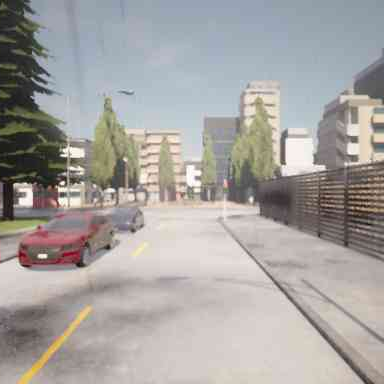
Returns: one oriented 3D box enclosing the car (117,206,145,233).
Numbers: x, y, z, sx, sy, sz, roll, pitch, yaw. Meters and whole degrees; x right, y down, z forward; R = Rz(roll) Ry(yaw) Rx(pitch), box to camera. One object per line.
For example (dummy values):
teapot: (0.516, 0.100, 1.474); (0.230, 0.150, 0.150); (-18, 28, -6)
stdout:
car: (-3.998, 1.557, 20.038); (2.033, 1.411, 5.357); (0, 0, 0)

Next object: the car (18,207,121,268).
car: (-4.068, 1.483, 11.572); (1.882, 1.535, 5.008); (0, 0, 0)
